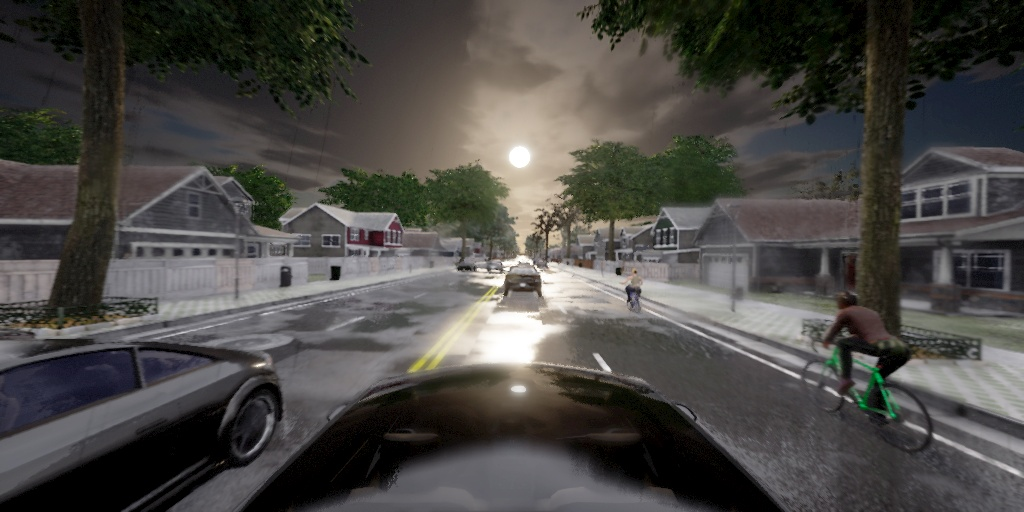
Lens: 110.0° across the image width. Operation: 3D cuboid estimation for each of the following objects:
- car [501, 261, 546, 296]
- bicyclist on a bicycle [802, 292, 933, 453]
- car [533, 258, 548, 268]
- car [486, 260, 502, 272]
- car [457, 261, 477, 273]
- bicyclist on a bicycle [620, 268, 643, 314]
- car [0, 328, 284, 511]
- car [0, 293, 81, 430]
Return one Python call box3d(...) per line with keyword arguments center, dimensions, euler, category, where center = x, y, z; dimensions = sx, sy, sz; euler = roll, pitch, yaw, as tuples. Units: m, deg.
box3d(center=(0.604, 1.233, 19.603), dimensions=(1.882, 1.535, 5.008), euler=(1, 0, 2), category="car")
box3d(center=(4.162, 1.273, 4.335), dimensions=(0.582, 1.620, 1.656), euler=(1, 0, 2), category="bicyclist on a bicycle")
box3d(center=(5.257, 1.342, 63.485), dimensions=(2.128, 1.511, 4.902), euler=(1, 0, 2), category="car")
box3d(center=(-2.065, 1.199, 43.760), dimensions=(2.128, 1.511, 4.902), euler=(1, 0, 2), category="car")
box3d(center=(-5.351, 1.250, 42.787), dimensions=(1.895, 1.301, 4.718), euler=(1, 0, 2), category="car")
box3d(center=(4.472, 1.260, 13.240), dimensions=(0.866, 1.612, 1.509), euler=(1, 0, 2), category="bicyclist on a bicycle")
box3d(center=(-3.411, 1.255, 2.037), dimensions=(1.994, 1.385, 4.181), euler=(1, 0, 2), category="car")
box3d(center=(-6.664, 1.183, 1.976), dimensions=(2.033, 1.411, 5.357), euler=(1, 0, 2), category="car")
